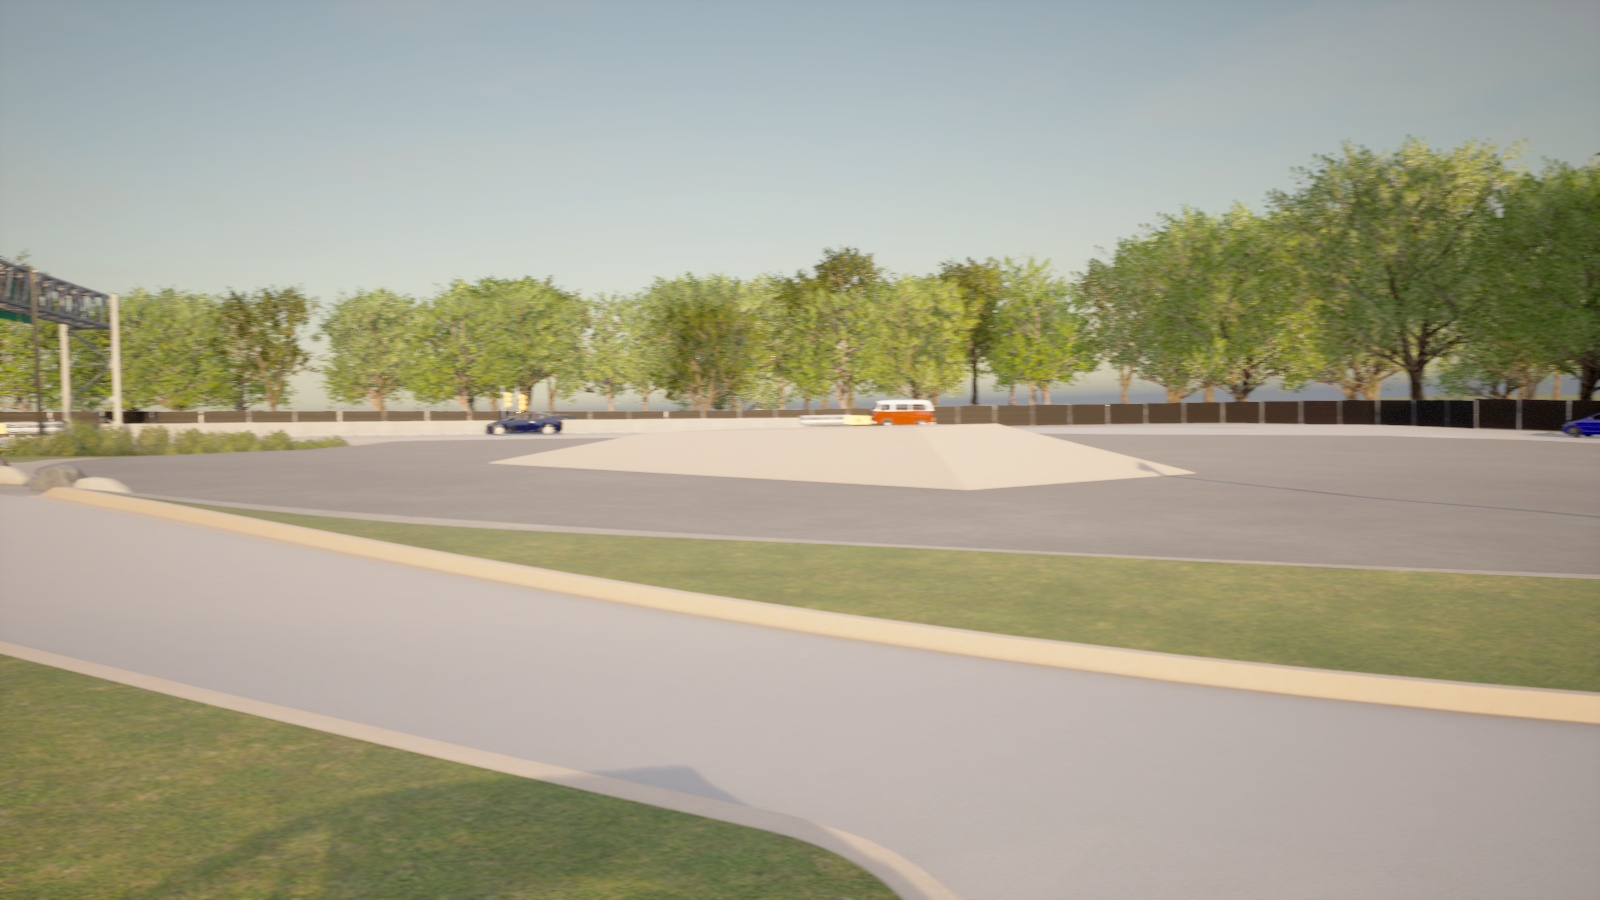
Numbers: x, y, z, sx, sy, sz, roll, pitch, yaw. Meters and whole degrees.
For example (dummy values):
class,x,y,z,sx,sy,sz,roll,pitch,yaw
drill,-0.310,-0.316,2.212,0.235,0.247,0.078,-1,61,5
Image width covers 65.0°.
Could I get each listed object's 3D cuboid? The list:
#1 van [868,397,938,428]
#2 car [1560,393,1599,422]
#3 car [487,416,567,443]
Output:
class,x,y,z,sx,sy,sz,roll,pitch,yaw
van,7.148,-2.633,87.381,4.480,2.038,2.069,-1,4,-8
car,43.520,-2.310,67.476,1.816,1.474,4.193,-5,4,-33
car,-17.113,-1.302,78.746,4.792,1.488,2.163,-2,2,-12
